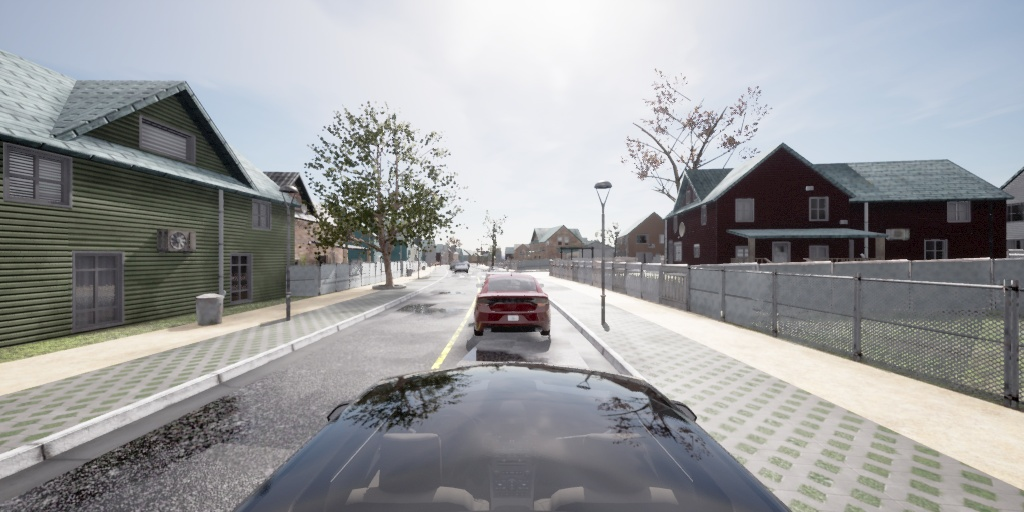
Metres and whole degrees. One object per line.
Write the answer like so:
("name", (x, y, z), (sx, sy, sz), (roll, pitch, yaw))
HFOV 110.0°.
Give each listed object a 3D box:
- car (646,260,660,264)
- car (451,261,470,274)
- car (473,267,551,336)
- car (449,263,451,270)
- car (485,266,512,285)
("car", (17.950, 0.979, 42.145), (4.674, 1.442, 1.812), (-2, 0, 9))
("car", (-6.664, 1.607, 47.269), (2.033, 1.411, 5.357), (0, -1, -10))
("car", (-0.040, 1.243, 10.483), (1.882, 1.535, 5.008), (0, 0, -2))
("car", (-9.864, 1.593, 63.617), (2.097, 1.767, 4.553), (0, -1, -11))
("car", (-1.159, 1.486, 28.513), (1.895, 1.301, 4.718), (0, -1, -6))
